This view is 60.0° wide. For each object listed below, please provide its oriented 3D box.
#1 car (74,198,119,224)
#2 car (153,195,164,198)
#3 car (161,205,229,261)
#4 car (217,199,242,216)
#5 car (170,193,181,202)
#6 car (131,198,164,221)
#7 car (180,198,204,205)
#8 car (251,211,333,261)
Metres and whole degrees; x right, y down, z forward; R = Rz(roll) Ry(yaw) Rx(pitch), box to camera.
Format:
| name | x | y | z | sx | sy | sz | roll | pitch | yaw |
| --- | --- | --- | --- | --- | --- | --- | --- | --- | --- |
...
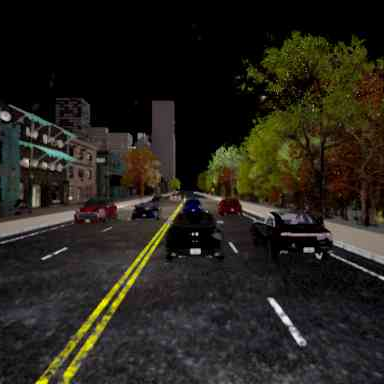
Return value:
| name | x | y | z | sx | sy | sz | roll | pitch | yaw |
| --- | --- | --- | --- | --- | --- | --- | --- | --- | --- |
| car | -6.598 | 1.233 | 23.274 | 2.097 | 1.767 | 4.553 | 0 | 0 | 0 |
| car | -6.520 | 1.231 | 64.369 | 1.994 | 1.385 | 4.181 | 0 | 0 | 1 |
| car | 0.100 | 1.444 | 11.931 | 1.837 | 1.490 | 4.892 | 0 | 0 | 0 |
| car | 3.350 | 1.324 | 30.094 | 1.882 | 1.535 | 5.008 | 0 | 0 | 0 |
| car | -3.256 | 1.034 | 66.323 | 2.097 | 1.767 | 4.553 | 0 | 0 | 0 |
| car | -3.348 | 1.435 | 25.285 | 1.994 | 1.385 | 4.181 | 0 | 0 | 0 |
| car | 0.100 | 1.375 | 29.608 | 1.812 | 1.442 | 4.674 | 0 | 0 | 0 |
| car | 3.349 | 1.431 | 11.944 | 2.128 | 1.511 | 4.902 | 0 | 0 | 0 |
